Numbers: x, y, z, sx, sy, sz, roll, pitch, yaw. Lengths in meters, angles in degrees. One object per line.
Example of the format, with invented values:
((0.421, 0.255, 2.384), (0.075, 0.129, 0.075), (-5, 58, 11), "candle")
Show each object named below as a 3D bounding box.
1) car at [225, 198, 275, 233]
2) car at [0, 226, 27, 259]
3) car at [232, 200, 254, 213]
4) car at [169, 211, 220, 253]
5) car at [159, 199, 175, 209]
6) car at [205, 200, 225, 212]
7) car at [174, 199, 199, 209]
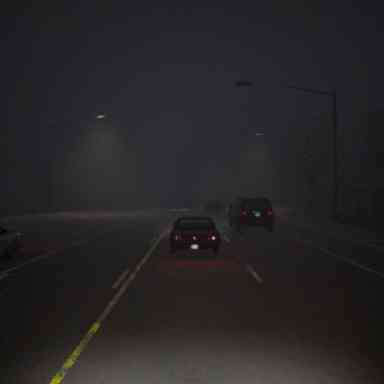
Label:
((3.600, 1.359, 20.907), (2.150, 2.045, 5.566), (0, 0, 0), "car")
((-7.098, 1.668, 10.185), (1.895, 1.301, 4.718), (0, 0, 0), "car")
((6.238, 1.726, 40.200), (1.812, 1.442, 4.674), (-1, 0, 19), "car")
((0.098, 1.695, 14.174), (1.895, 1.301, 4.718), (0, 0, 0), "car")
((-3.383, 1.874, 53.543), (2.128, 1.511, 4.902), (-1, -1, 28), "car")
((3.023, 1.712, 42.123), (1.882, 1.535, 5.008), (-1, -1, 18), "car")
((-0.479, 1.899, 51.527), (1.994, 1.385, 4.181), (-1, -1, 27), "car")
